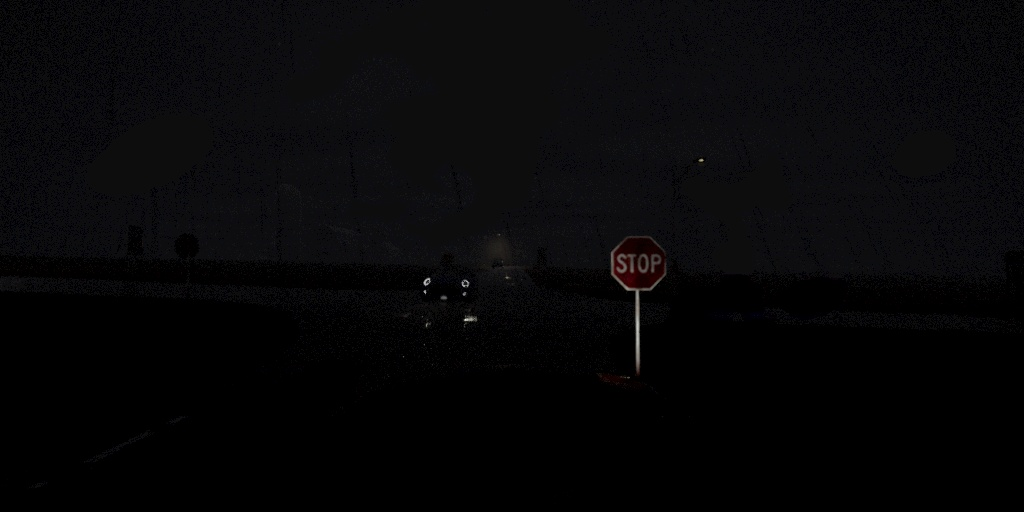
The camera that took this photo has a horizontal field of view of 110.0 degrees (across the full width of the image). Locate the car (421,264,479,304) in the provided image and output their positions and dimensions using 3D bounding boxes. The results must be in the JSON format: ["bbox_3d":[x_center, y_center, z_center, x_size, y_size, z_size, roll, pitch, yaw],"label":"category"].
[{"bbox_3d":[-2.695,1.147,16.590,2.097,1.767,4.553,3,-2,0],"label":"car"}]
